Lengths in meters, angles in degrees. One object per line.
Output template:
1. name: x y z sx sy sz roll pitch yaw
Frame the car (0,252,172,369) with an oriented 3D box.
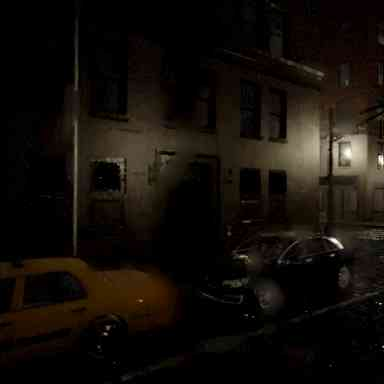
1. car: -2.590 1.529 4.340 4.829 1.417 1.752 1 0 -36

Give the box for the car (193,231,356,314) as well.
1. car: 2.040 1.609 7.645 4.403 1.369 2.008 1 0 -36
